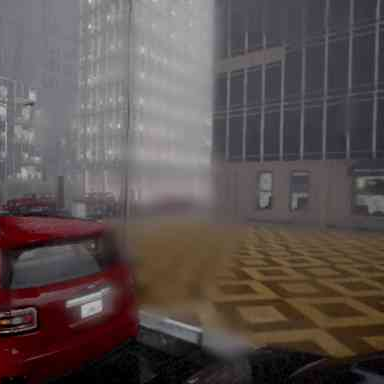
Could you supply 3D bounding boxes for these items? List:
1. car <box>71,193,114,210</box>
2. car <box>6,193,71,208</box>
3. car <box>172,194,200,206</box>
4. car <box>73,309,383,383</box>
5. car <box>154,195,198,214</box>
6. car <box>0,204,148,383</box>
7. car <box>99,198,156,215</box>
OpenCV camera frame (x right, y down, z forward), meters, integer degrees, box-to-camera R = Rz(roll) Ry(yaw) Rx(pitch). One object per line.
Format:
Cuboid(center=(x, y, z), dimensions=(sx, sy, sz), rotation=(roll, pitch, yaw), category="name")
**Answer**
Cuboid(center=(-10.416, 0.980, 35.259), dimensions=(2.192, 1.841, 5.009), rotation=(2, 1, 36), category="car")
Cuboid(center=(-14.101, 0.972, 30.110), dimensions=(2.192, 1.841, 5.009), rotation=(2, 1, 36), category="car")
Cuboid(center=(-0.839, 1.127, 48.533), dimensions=(1.967, 1.590, 4.097), rotation=(2, 1, 36), category="car")
Cuboid(center=(1.613, 1.571, 1.554), dimensions=(4.313, 1.339, 1.947), rotation=(1, 1, 36), category="car")
Cuboid(center=(-1.875, 1.191, 33.213), dimensions=(2.192, 1.841, 5.009), rotation=(2, 1, 36), category="car")
Cuboid(center=(-2.972, 1.261, 4.847), dimensions=(5.009, 1.841, 2.192), rotation=(1, 1, 36), category="car")
Cuboid(center=(-5.394, 1.450, 28.306), dimensions=(1.802, 1.307, 4.206), rotation=(2, 1, 36), category="car")
